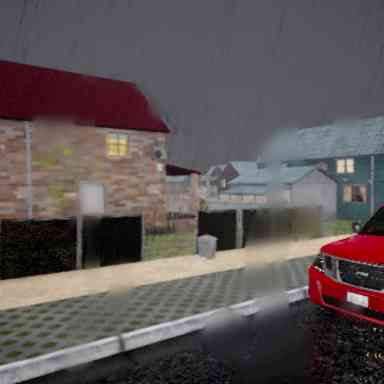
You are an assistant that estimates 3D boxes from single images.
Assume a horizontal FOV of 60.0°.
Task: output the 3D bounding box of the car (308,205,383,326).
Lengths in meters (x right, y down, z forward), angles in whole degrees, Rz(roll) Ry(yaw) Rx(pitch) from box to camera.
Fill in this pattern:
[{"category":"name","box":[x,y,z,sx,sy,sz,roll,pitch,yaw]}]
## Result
[{"category":"car","box":[4.618,1.178,6.287,5.566,2.045,2.150,0,1,-35]}]
